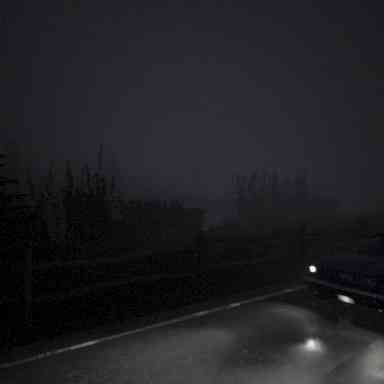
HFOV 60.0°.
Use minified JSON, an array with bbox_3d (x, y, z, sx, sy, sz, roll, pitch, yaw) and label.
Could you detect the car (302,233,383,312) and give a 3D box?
[{"bbox_3d":[4.542,1.603,7.227,4.718,1.301,1.895,0,0,-35],"label":"car"}]
